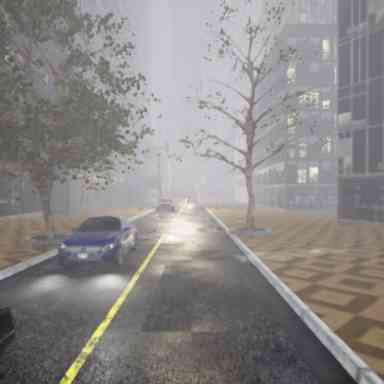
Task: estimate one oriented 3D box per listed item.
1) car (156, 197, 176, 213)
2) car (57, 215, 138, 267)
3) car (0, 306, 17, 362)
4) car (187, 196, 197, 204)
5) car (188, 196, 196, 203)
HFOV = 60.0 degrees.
[{"bbox_3d":[-2.984,1.431,38.888,2.097,1.767,4.553,0,0,0],"label":"car"},{"bbox_3d":[-3.085,1.569,11.759,1.812,1.442,4.674,0,0,0],"label":"car"},{"bbox_3d":[-3.098,1.607,1.843,1.895,1.301,4.718,0,0,1],"label":"car"},{"bbox_3d":[0.029,1.669,71.005,2.097,1.767,4.553,0,0,0],"label":"car"},{"bbox_3d":[0.033,1.795,81.064,1.812,1.442,4.674,0,0,0],"label":"car"}]
